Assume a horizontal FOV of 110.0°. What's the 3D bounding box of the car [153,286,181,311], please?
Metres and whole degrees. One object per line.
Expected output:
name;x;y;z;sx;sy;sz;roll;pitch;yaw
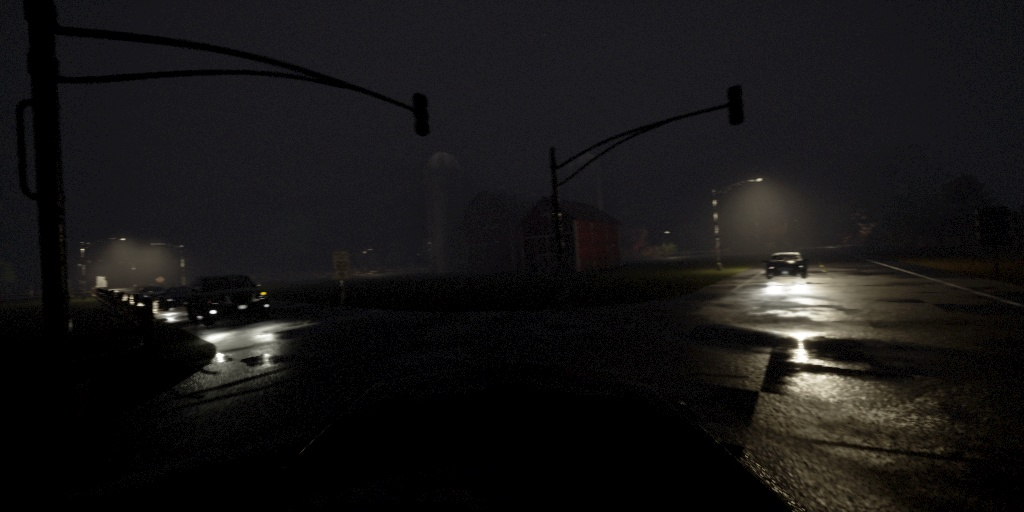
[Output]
car;-22.231;2.781;23.982;4.674;1.442;1.812;-4;0;40

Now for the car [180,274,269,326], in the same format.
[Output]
car;-13.255;1.888;16.575;5.566;2.045;2.150;-4;0;40

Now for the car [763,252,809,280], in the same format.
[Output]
car;16.240;0.551;21.216;2.128;1.511;4.902;-4;-1;40

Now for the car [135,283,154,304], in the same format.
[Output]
car;-31.864;3.412;31.953;4.674;1.442;1.812;-3;0;40
